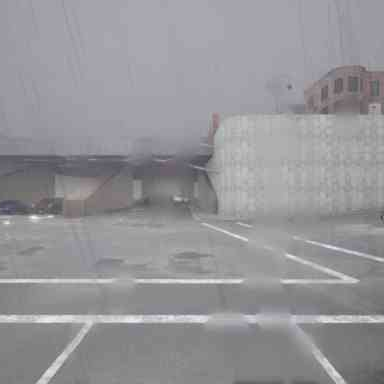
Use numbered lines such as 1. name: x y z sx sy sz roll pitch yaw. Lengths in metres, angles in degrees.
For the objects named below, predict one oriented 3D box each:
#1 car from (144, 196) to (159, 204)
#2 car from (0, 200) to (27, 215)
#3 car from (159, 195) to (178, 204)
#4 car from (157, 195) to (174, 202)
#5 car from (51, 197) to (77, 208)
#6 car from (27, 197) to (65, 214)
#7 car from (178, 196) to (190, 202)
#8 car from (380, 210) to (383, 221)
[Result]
1. car: -8.093 1.547 64.960 2.033 1.411 5.357 0 0 4
2. car: -18.355 1.526 33.703 1.812 1.442 4.674 0 0 -2
3. car: -4.573 1.491 65.123 2.128 1.511 4.902 0 0 4
4. car: -5.945 1.499 75.392 1.837 1.490 4.892 0 0 24
5. car: -18.768 1.547 49.060 2.033 1.411 5.357 0 0 -2
6. car: -14.879 1.351 34.721 2.097 1.767 4.553 0 0 -2
7. car: -2.265 1.523 75.136 1.812 1.442 4.674 0 0 28
8. car: 12.789 0.873 18.181 4.674 1.442 1.812 -7 0 -1
